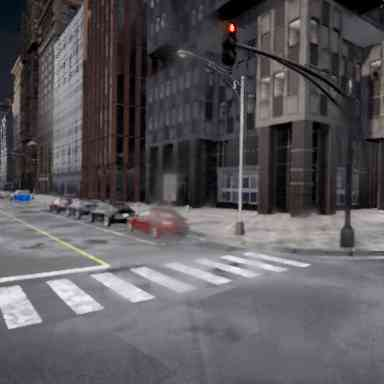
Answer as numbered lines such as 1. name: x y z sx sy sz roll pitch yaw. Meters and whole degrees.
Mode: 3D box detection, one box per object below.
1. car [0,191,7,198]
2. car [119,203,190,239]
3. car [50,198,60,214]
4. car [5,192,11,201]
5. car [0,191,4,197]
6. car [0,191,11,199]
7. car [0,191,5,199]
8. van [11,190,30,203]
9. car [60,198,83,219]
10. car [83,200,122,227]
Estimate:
1. car: -41.079 0.489 71.288 2.008 1.369 4.403 0 1 -36
2. car: -1.698 1.429 16.125 1.802 1.307 4.206 0 1 -36
3. car: -11.543 1.207 29.916 1.802 1.307 4.206 0 1 -36
4. car: -27.952 0.798 52.901 2.008 1.369 4.403 0 1 -36
5. car: -44.361 0.411 75.885 2.008 1.369 4.403 0 1 -36
6. car: -37.797 0.567 66.691 2.008 1.369 4.403 0 1 -36
7. car: -34.614 0.616 62.232 1.752 1.417 4.829 0 1 -36
8. van: -24.668 0.664 48.301 1.690 1.788 3.998 0 1 -36
9. car: -8.261 1.250 25.319 2.008 1.369 4.403 0 1 -36
10. car: -4.979 1.339 20.722 1.947 1.339 4.313 0 1 -36
